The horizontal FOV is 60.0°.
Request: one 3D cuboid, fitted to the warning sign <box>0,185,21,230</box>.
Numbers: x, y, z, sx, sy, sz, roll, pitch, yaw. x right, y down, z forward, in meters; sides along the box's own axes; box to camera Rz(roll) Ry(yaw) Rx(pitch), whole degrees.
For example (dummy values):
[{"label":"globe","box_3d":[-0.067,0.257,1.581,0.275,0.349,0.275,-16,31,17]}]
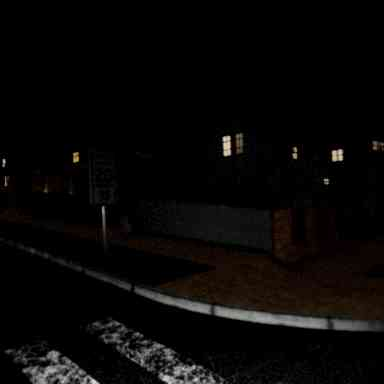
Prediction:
[{"label":"warning sign","box_3d":[-8.447,0.704,14.589,1.060,1.860,1.300,-3,2,45]}]
